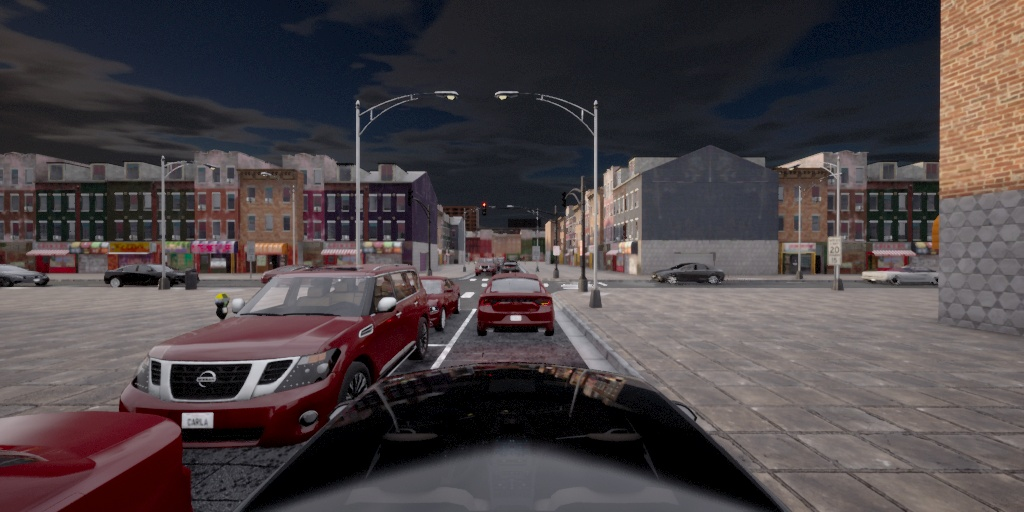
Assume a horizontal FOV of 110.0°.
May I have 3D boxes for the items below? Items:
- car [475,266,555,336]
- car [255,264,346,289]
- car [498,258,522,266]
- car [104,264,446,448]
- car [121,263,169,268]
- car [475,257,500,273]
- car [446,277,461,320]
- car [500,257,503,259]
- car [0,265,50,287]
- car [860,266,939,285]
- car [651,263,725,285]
[{"bbox_3d":[0.091,1.227,10.427,1.882,1.535,5.008,0,0,0],"label":"car"},{"bbox_3d":[-13.352,1.278,22.860,4.674,1.442,1.812,0,0,-1],"label":"car"},{"bbox_3d":[-0.112,1.262,36.859,1.837,1.490,4.892,-1,0,1],"label":"car"},{"bbox_3d":[-2.641,1.064,5.529,2.192,1.841,5.009,0,0,0],"label":"car"},{"bbox_3d":[-22.810,1.221,22.834,5.008,1.535,1.882,0,0,0],"label":"car"},{"bbox_3d":[-2.659,1.073,37.372,2.192,1.841,5.009,0,0,0],"label":"car"},{"bbox_3d":[-2.644,1.294,10.963,1.888,1.381,4.507,0,0,0],"label":"car"},{"bbox_3d":[-2.666,1.081,48.226,2.192,1.841,5.009,0,0,0],"label":"car"},{"bbox_3d":[-32.607,1.266,22.845,4.674,1.442,1.812,0,0,0],"label":"car"},{"bbox_3d":[28.120,1.385,25.721,4.718,1.301,1.895,0,0,0],"label":"car"},{"bbox_3d":[12.586,1.267,25.743,4.892,1.490,1.837,1,0,0],"label":"car"}]
